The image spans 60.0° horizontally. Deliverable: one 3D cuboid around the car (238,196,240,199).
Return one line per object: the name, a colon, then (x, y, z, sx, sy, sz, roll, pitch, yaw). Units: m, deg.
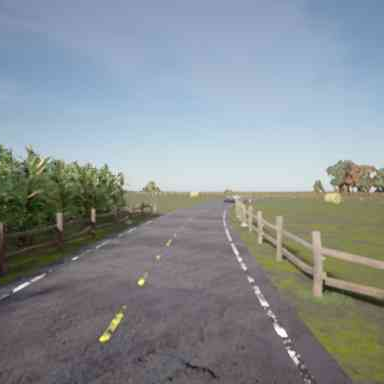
car: (9.858, 1.228, 77.139, 2.097, 1.767, 4.553, 0, 0, 15)

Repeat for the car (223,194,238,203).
car: (7.447, 1.470, 67.124, 2.033, 1.411, 5.357, -1, 0, 13)
